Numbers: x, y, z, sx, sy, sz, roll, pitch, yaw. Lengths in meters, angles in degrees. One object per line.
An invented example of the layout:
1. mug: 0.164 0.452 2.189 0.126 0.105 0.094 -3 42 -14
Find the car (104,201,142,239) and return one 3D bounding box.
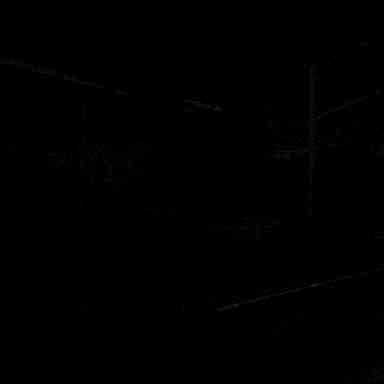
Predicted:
1. car: -4.377 1.448 18.316 1.905 1.878 3.866 1 0 -35

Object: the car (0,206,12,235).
1. car: -11.506 1.523 18.582 2.242 1.667 4.611 1 0 -35
